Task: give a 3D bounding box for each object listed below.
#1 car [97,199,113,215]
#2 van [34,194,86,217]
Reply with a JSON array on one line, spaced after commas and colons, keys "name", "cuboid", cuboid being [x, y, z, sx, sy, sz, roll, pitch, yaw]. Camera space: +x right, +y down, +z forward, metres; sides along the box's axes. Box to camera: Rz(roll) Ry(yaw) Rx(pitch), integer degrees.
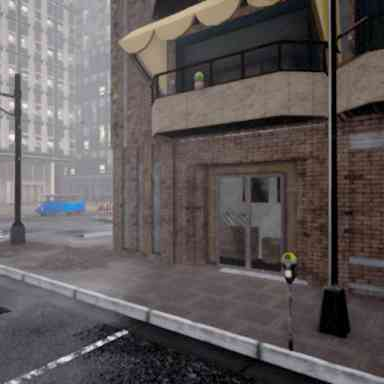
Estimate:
[{"name": "car", "cuboid": [-5.899, 1.064, 28.617, 2.097, 1.767, 4.553, 0, 0, 36]}, {"name": "van", "cuboid": [-10.481, 1.051, 26.673, 1.690, 1.788, 3.998, 0, 0, 36]}]
